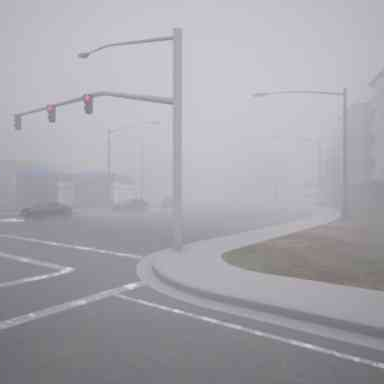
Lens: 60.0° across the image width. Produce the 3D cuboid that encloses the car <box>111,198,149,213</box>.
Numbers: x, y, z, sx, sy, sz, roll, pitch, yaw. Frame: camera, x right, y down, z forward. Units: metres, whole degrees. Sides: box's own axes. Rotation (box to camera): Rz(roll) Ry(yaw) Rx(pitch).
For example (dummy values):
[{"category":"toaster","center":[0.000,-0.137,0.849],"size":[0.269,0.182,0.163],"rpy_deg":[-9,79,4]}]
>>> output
[{"category":"car","center":[-6.778,1.447,36.877],"size":[1.882,1.535,5.008],"rpy_deg":[0,0,29]}]

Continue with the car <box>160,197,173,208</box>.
[{"category":"car","center":[-2.964,1.473,46.171],"size":[1.837,1.490,4.892],"rpy_deg":[0,0,14]}]

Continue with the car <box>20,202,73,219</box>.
[{"category":"car","center":[-12.428,1.534,28.604],"size":[1.994,1.385,4.181],"rpy_deg":[0,0,36]}]
